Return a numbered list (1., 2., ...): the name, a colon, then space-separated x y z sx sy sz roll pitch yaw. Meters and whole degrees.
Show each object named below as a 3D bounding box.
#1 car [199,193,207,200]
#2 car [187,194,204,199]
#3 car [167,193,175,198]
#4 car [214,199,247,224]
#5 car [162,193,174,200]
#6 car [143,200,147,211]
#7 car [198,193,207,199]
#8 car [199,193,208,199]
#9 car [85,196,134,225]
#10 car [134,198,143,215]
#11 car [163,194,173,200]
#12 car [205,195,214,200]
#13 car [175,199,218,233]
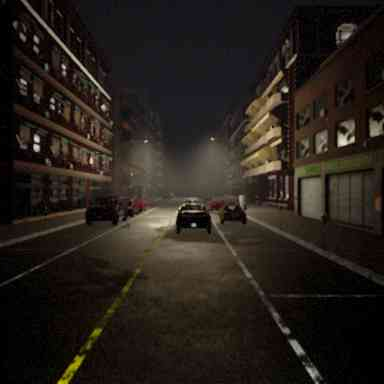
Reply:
1. car: 2.668 1.047 79.322 1.752 1.417 4.829 0 0 0
2. car: 0.088 1.307 40.249 2.033 1.411 5.357 0 0 0
3. car: -5.717 0.998 90.426 1.887 1.381 4.507 0 0 0
4. car: 2.684 1.389 22.961 1.752 1.417 4.829 0 0 0
5. car: -5.712 1.108 73.517 2.008 1.369 4.403 0 0 0
6. car: -5.700 1.341 34.065 1.887 1.381 4.507 0 0 0
7. car: 2.665 1.054 84.788 1.947 1.339 4.313 0 0 0
8. car: 2.674 1.211 56.607 2.008 1.369 4.403 0 0 0
9. car: -5.695 1.179 22.791 2.192 1.841 5.009 0 0 0
10. car: -5.698 1.271 28.427 1.967 1.590 4.097 0 0 0
11. car: -5.714 1.073 79.154 2.008 1.369 4.403 0 0 0
12. car: 2.681 1.341 34.063 1.887 1.381 4.507 0 0 0
13. car: 0.091 1.381 18.772 2.128 1.511 4.902 0 1 0
